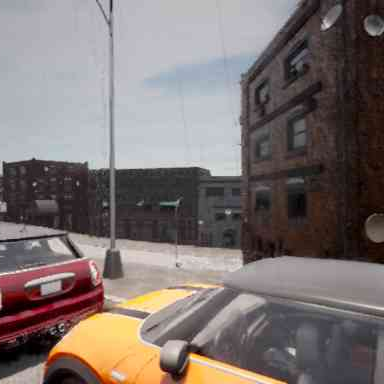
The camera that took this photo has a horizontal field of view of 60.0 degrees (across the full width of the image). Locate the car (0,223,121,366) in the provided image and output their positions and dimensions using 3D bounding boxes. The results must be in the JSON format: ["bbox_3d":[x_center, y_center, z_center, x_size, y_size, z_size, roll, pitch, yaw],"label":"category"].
[{"bbox_3d":[-3.690,1.360,5.885,4.553,1.767,2.185,0,0,36],"label":"car"}]
